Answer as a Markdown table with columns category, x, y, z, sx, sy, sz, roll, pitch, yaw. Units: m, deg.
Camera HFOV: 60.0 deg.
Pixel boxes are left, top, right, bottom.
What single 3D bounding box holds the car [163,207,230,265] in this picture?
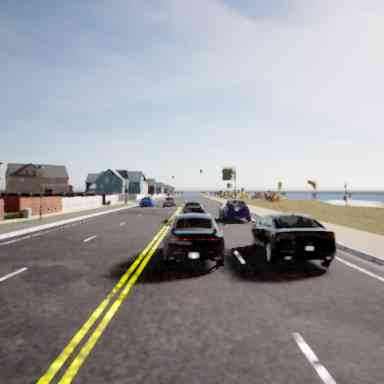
| category | x | y | z | sx | sy | sz | roll | pitch | yaw |
| --- | --- | --- | --- | --- | --- | --- | --- | --- | --- |
| car | 0.068 | 1.491 | 11.559 | 1.837 | 1.490 | 4.892 | 0 | 0 | 0 |

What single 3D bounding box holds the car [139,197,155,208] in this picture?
| category | x | y | z | sx | sy | sz | roll | pitch | yaw |
| --- | --- | --- | --- | --- | --- | --- | --- | --- | --- |
| car | -6.563 | 1.445 | 49.086 | 1.882 | 1.535 | 5.008 | 0 | 0 | 0 |

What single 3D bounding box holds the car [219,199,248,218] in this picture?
| category | x | y | z | sx | sy | sz | roll | pitch | yaw |
| --- | --- | --- | --- | --- | --- | --- | --- | --- | --- |
| car | 3.320 | 1.325 | 26.615 | 2.097 | 1.767 | 4.553 | 0 | 0 | 0 |

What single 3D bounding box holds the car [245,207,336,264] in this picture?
| category | x | y | z | sx | sy | sz | roll | pitch | yaw |
| --- | --- | --- | --- | --- | --- | --- | --- | --- | --- |
| car | 3.317 | 1.464 | 11.763 | 1.882 | 1.535 | 5.008 | 0 | -1 | 1 |

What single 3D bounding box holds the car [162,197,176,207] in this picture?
| category | x | y | z | sx | sy | sz | roll | pitch | yaw |
| --- | --- | --- | --- | --- | --- | --- | --- | --- | --- |
| car | -3.312 | 1.493 | 49.707 | 1.812 | 1.442 | 4.674 | 0 | 0 | 0 |

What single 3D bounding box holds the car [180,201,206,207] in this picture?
| category | x | y | z | sx | sy | sz | roll | pitch | yaw |
| --- | --- | --- | --- | --- | --- | --- | --- | --- | --- |
| car | 0.074 | 1.480 | 27.028 | 1.837 | 1.490 | 4.892 | 0 | 0 | 0 |
